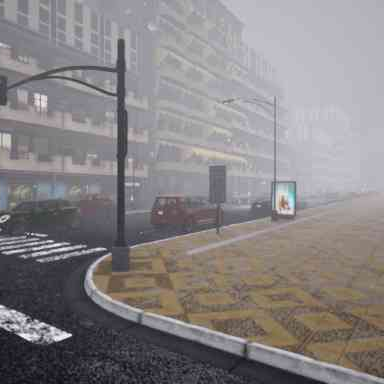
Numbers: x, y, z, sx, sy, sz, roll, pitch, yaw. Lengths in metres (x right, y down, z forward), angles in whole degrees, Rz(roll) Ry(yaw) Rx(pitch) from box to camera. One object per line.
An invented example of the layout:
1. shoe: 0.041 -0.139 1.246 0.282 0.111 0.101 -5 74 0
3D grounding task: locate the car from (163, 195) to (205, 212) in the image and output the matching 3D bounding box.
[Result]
1. car: -0.662 1.065 31.545 1.802 1.307 4.206 2 2 35

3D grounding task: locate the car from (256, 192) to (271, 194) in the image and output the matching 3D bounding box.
1. car: 8.650 0.744 40.328 2.128 1.511 4.902 0 1 35

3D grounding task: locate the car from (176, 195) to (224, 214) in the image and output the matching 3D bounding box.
1. car: 0.799 1.017 29.134 1.837 1.490 4.892 0 1 35

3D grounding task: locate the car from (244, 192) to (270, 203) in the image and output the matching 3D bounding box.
1. car: 8.873 0.750 45.179 1.802 1.307 4.206 2 2 35

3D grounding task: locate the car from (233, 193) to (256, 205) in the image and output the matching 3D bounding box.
1. car: 5.695 0.825 40.634 2.008 1.369 4.403 2 2 35

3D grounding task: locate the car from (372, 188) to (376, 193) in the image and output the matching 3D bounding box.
1. car: 38.032 -0.014 72.252 1.887 1.381 4.507 1 2 35

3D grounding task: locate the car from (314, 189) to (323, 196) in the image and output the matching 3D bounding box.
1. car: 27.943 -0.029 72.444 1.967 1.590 4.097 2 2 35

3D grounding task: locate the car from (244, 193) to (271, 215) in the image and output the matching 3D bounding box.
1. car: 6.242 1.067 26.794 1.947 1.339 4.313 1 2 35

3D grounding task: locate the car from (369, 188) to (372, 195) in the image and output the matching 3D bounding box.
1. car: 34.853 0.093 67.706 1.887 1.381 4.507 1 2 35

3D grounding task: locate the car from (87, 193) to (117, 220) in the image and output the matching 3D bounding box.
1. car: -7.016 1.006 22.447 2.192 1.841 5.009 2 2 35

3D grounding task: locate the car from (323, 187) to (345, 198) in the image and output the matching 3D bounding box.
1. car: 24.645 0.377 57.655 1.994 1.385 4.181 0 1 35

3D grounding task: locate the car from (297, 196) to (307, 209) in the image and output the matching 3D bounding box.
1. car: 9.421 0.962 31.340 1.947 1.339 4.313 1 2 35

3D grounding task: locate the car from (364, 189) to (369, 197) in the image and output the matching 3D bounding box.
1. car: 31.675 0.095 63.157 1.967 1.590 4.097 1 2 35

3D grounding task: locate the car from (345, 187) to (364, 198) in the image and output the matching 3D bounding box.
1. car: 28.495 0.306 58.615 1.887 1.381 4.507 1 2 35

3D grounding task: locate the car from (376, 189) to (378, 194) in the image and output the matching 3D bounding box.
1. car: 44.390 -0.223 81.343 2.008 1.369 4.403 1 2 35

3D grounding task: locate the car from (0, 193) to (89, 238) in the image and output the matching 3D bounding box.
1. car: -7.882 1.145 16.723 2.097 1.767 4.553 0 1 35

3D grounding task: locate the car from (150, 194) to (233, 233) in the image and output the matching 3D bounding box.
1. car: -0.115 1.024 17.696 2.192 1.841 5.009 1 2 35

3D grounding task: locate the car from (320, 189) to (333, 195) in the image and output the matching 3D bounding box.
1. car: 31.121 -0.032 76.992 1.887 1.381 4.507 2 2 35
